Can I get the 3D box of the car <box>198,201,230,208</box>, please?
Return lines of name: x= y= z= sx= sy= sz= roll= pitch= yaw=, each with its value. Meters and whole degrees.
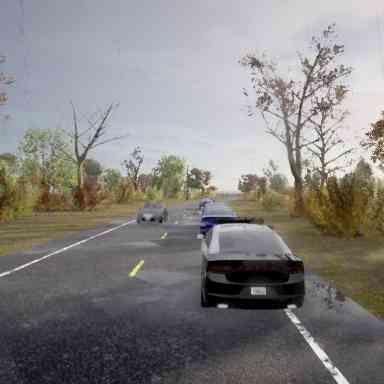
car: x=1.411 y=1.486 z=17.912 sx=1.882 sy=1.535 sz=5.008 roll=0 pitch=0 yaw=2

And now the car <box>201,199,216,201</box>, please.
car: x=1.648 y=1.492 z=23.881 sx=1.882 sy=1.535 sz=5.008 roll=0 pitch=0 yaw=3

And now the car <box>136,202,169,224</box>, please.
car: x=-2.828 y=1.507 z=24.693 sx=2.128 sy=1.511 sz=4.902 roll=0 pitch=0 yaw=3

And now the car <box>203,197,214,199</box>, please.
car: x=2.048 y=1.605 z=46.562 sx=1.812 sy=1.442 sz=4.674 roll=0 pitch=0 yaw=6

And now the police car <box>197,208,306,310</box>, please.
police car: x=1.145 y=1.428 z=8.069 sx=1.930 sy=1.638 sz=5.238 roll=0 pitch=0 yaw=1

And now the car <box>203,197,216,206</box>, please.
car: x=3.211 y=1.637 z=60.344 sx=2.128 sy=1.511 sz=4.902 roll=0 pitch=0 yaw=6
